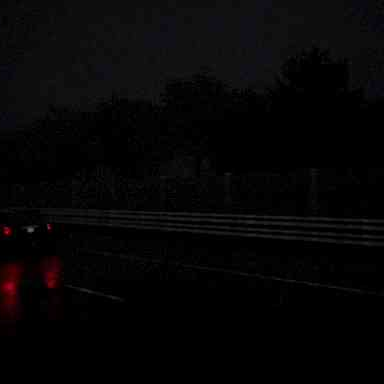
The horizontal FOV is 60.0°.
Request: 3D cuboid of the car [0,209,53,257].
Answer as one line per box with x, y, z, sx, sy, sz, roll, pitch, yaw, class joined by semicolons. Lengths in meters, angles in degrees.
-7.788;1.486;13.727;4.553;1.767;2.097;-1;-1;36;car
